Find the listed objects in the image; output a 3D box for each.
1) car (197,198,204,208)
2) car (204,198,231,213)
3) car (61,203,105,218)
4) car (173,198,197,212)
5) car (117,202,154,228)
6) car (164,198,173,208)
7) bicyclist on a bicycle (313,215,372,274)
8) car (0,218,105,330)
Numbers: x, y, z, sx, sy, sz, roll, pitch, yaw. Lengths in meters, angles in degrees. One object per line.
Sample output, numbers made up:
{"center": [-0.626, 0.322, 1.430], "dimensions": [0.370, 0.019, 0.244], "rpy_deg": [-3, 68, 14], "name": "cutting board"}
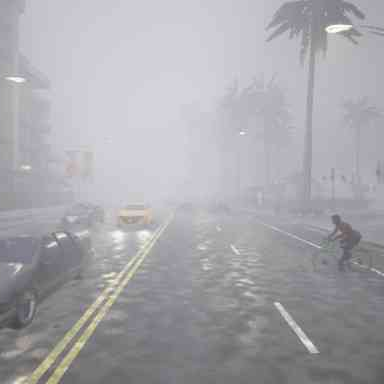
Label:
{"center": [1.264, 1.547, 46.945], "dimensions": [2.033, 1.411, 5.357], "rpy_deg": [0, 0, -14], "name": "car"}
{"center": [2.881, 1.601, 36.966], "dimensions": [1.895, 1.301, 4.718], "rpy_deg": [0, 0, -6], "name": "car"}
{"center": [-7.257, 1.492, 22.498], "dimensions": [2.128, 1.511, 4.902], "rpy_deg": [0, 0, -1], "name": "car"}
{"center": [-0.887, 1.526, 38.646], "dimensions": [1.812, 1.442, 4.674], "rpy_deg": [0, 0, -7], "name": "car"}
{"center": [-3.748, 1.478, 22.563], "dimensions": [1.882, 1.535, 5.008], "rpy_deg": [0, 0, 0], "name": "car"}
{"center": [-2.791, 1.526, 48.343], "dimensions": [1.812, 1.442, 4.674], "rpy_deg": [0, 0, -16], "name": "car"}
{"center": [4.121, 1.451, 9.131], "dimensions": [1.656, 1.620, 0.582], "rpy_deg": [-1, 0, 0], "name": "bicyclist on a bicycle"}
{"center": [-3.645, 1.547, 7.191], "dimensions": [2.033, 1.411, 5.357], "rpy_deg": [0, 0, 0], "name": "car"}
